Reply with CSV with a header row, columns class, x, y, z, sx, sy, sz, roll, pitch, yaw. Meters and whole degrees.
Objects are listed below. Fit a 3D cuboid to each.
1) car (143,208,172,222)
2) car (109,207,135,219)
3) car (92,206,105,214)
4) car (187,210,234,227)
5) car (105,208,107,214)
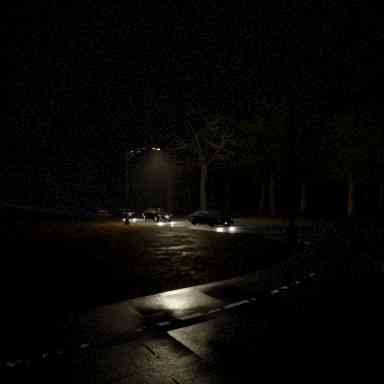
class,x,y,z,sx,sy,sz,roll,pitch,yaw
car,-4.020,2.581,38.010,1.837,1.490,4.892,1,-2,-33
car,-9.597,2.898,46.550,2.128,1.511,4.902,1,-2,-33
car,-18.663,3.587,67.118,2.128,1.511,4.902,1,-2,-33
car,1.478,2.283,29.645,2.033,1.411,5.357,0,-2,-30
car,-13.169,3.373,58.746,1.994,1.385,4.181,1,-2,-33
